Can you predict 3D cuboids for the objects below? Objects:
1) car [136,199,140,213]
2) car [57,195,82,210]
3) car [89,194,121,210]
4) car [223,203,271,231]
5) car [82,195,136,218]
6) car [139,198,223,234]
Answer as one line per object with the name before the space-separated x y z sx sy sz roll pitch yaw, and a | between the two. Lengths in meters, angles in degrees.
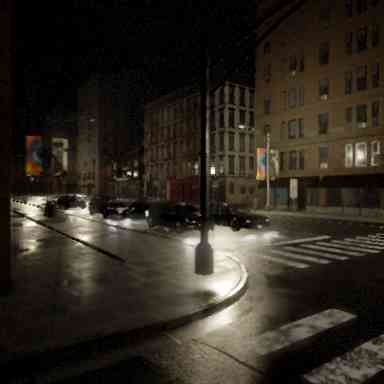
car | -3.578 1.228 27.592 1.994 1.385 4.181 0 1 -35
car | -12.645 1.032 34.781 2.033 1.411 5.357 0 1 -34
car | -9.450 1.033 35.890 1.812 1.442 4.674 0 1 -36
car | 2.138 1.368 19.550 2.033 1.411 5.357 0 1 -32
car | -6.643 1.135 26.280 2.128 1.511 4.902 0 1 -36
car | -0.774 1.310 17.996 1.837 1.490 4.892 0 1 -35
